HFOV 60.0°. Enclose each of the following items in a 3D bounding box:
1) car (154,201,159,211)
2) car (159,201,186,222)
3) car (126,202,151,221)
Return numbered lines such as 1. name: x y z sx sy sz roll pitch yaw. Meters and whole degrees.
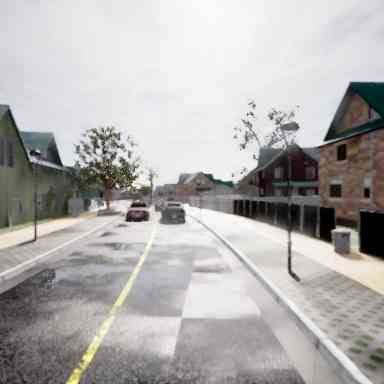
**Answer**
1. car: -3.918 1.793 43.442 1.895 1.301 4.718 0 -1 -10
2. car: -1.558 1.554 27.083 1.837 1.490 4.892 0 0 -6
3. car: -4.465 1.585 28.071 1.812 1.442 4.674 0 -1 -6
